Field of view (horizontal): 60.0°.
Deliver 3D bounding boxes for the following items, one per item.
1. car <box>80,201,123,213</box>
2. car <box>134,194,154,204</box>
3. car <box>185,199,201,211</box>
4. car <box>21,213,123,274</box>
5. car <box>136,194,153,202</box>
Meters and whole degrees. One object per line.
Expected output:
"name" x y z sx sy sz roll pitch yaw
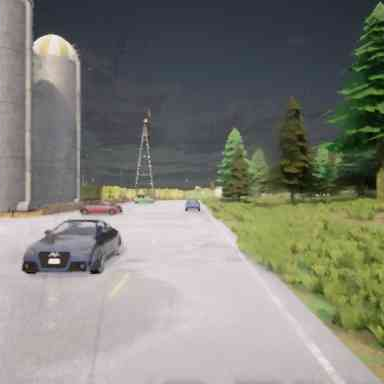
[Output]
"car" -9.055 1.589 33.406 4.181 1.381 1.994 0 0 -1
"car" -9.537 1.560 66.415 3.988 1.617 1.851 0 0 -1
"car" 0.104 1.596 41.980 2.033 1.411 5.357 0 0 0
"car" -3.502 1.576 10.450 1.994 1.385 4.181 0 0 0
"car" -11.891 1.453 83.262 3.866 1.878 1.905 0 0 -31
